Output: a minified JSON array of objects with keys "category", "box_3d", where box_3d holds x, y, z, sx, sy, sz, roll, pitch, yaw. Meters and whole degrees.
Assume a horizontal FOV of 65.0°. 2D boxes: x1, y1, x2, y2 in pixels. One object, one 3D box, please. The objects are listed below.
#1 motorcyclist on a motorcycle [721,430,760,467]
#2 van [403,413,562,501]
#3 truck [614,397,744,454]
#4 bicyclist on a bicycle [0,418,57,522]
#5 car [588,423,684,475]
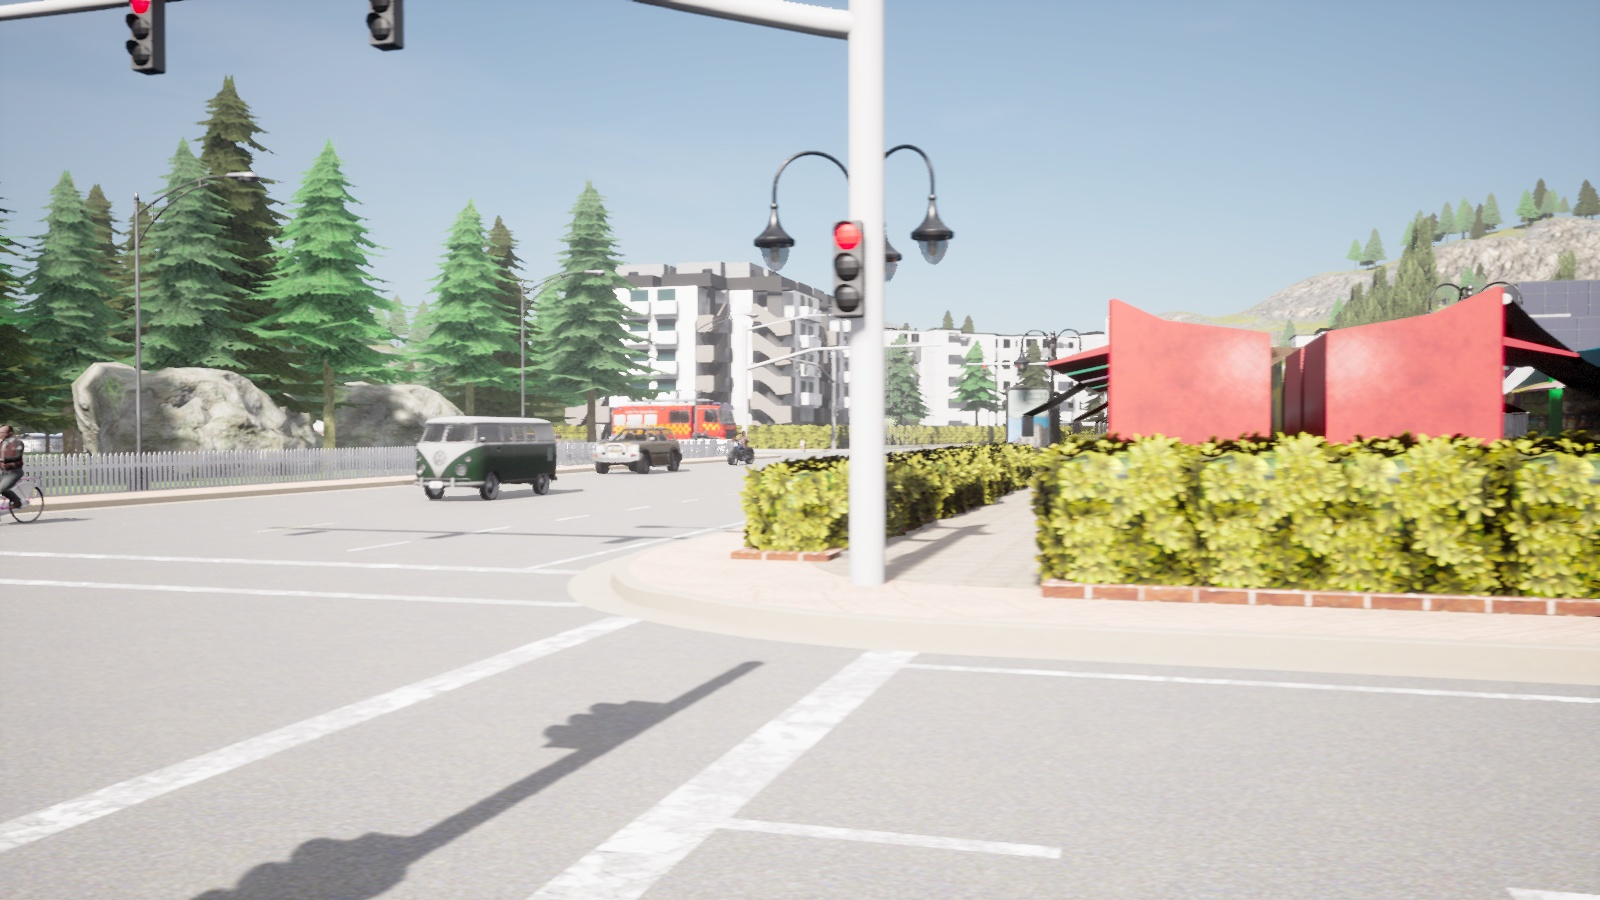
[{"category":"motorcyclist on a motorcycle","box_3d":[-2.761,-0.092,58.323,0.766,1.649,2.350,1,1,26]},{"category":"van","box_3d":[-7.646,0.116,30.699,1.775,1.987,4.442,1,1,16]},{"category":"truck","box_3d":[-8.399,-1.686,87.201,8.468,3.827,2.891,1,1,18]},{"category":"bicyclist on a bicycle","box_3d":[-13.952,0.341,21.801,0.659,1.776,1.843,1,1,17]},{"category":"car","box_3d":[-6.169,-0.080,47.841,1.932,1.855,4.605,1,1,17]}]
